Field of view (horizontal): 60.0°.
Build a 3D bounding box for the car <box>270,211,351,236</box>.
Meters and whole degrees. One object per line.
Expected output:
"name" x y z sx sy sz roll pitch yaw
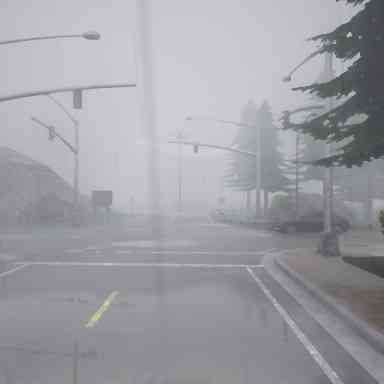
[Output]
"car" 7.475 1.970 21.239 4.892 1.490 1.837 0 -1 0
